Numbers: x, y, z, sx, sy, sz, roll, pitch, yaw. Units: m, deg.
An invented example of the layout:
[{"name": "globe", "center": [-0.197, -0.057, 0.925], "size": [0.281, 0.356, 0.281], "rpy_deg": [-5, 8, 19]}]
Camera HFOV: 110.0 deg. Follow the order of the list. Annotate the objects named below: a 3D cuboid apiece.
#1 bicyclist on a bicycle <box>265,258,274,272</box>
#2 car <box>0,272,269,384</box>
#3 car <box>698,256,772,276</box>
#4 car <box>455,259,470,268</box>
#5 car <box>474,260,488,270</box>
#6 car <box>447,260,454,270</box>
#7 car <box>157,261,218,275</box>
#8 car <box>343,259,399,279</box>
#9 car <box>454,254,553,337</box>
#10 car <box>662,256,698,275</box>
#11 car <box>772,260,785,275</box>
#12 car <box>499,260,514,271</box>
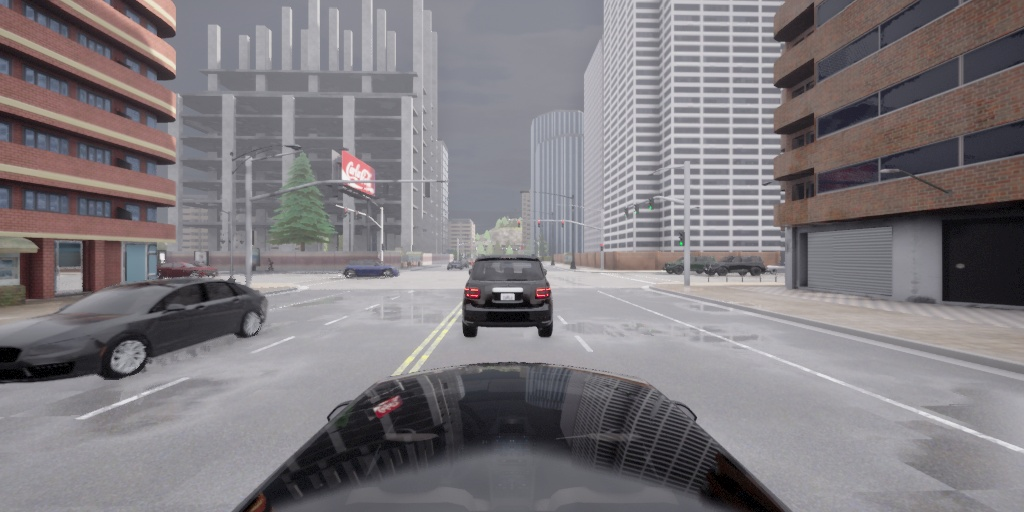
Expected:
[{"name": "bicyclist on a bicycle", "center": [-28.715, 1.047, 42.505], "size": [0.582, 1.620, 1.656], "rpy_deg": [0, 0, -1]}, {"name": "car", "center": [-7.204, 1.254, 7.322], "size": [1.837, 1.490, 4.892], "rpy_deg": [0, 0, -1]}, {"name": "car", "center": [21.988, 0.969, 35.549], "size": [5.566, 2.045, 2.150], "rpy_deg": [0, 0, -2]}, {"name": "car", "center": [-8.286, 1.250, 60.353], "size": [1.837, 1.490, 4.892], "rpy_deg": [0, 0, -1]}, {"name": "car", "center": [-4.679, 1.310, 54.613], "size": [1.994, 1.385, 4.181], "rpy_deg": [0, 0, -1]}, {"name": "car", "center": [-8.124, 1.310, 51.781], "size": [1.994, 1.385, 4.181], "rpy_deg": [0, 0, -1]}, {"name": "car", "center": [-27.921, 1.225, 30.540], "size": [5.008, 1.535, 1.882], "rpy_deg": [0, 0, -2]}, {"name": "car", "center": [-12.361, 1.098, 31.715], "size": [4.553, 1.767, 2.097], "rpy_deg": [0, 0, -13]}, {"name": "car", "center": [-0.122, 0.971, 10.391], "size": [2.150, 2.045, 5.566], "rpy_deg": [0, 0, -1]}, {"name": "car", "center": [19.376, 0.969, 38.978], "size": [5.566, 2.045, 2.150], "rpy_deg": [0, 0, -1]}, {"name": "car", "center": [29.506, 1.348, 39.232], "size": [4.718, 1.301, 1.895], "rpy_deg": [0, 0, -1]}, {"name": "car", "center": [-0.831, 1.293, 51.447], "size": [2.033, 1.411, 5.357], "rpy_deg": [0, 0, -2]}]
